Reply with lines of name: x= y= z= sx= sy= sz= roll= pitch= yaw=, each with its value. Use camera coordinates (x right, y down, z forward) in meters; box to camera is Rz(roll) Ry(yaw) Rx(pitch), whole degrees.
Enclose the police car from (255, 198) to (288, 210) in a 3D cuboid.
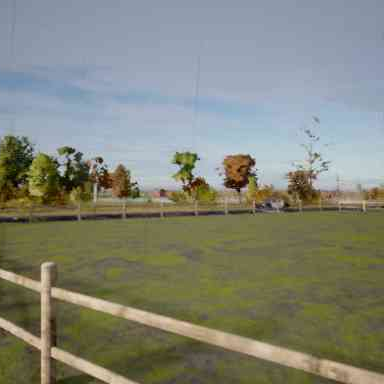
police car: x=10.496 y=1.625 z=44.446 sx=4.974 sy=1.542 sz=2.038 roll=0 pitch=0 yaw=-31
